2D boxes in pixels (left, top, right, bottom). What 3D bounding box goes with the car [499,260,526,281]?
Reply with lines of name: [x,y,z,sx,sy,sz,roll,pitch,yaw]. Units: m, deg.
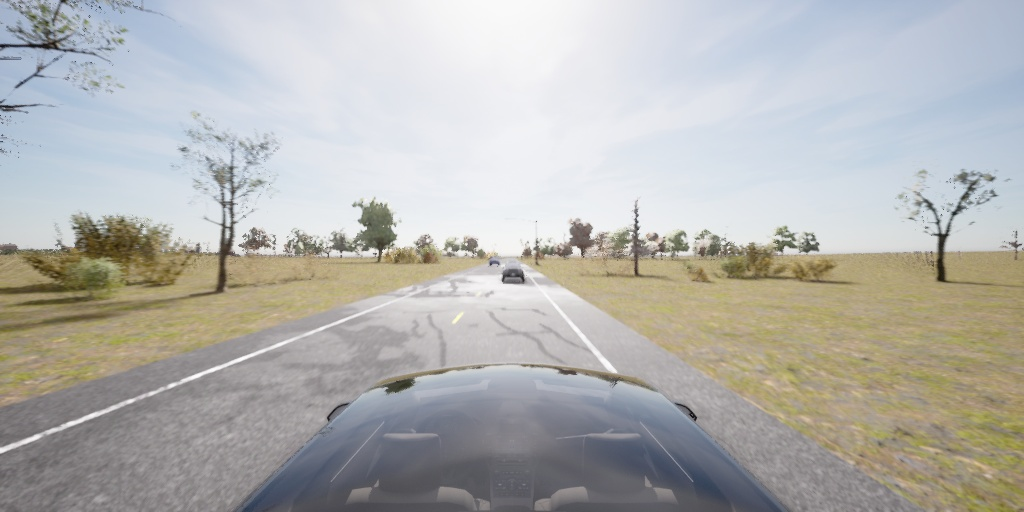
car: [0.096,1.292,30.019,1.812,1.442,4.674,0,0,0]

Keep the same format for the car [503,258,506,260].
car: [0.089,1.278,47.775,1.837,1.490,4.892,0,0,0]
